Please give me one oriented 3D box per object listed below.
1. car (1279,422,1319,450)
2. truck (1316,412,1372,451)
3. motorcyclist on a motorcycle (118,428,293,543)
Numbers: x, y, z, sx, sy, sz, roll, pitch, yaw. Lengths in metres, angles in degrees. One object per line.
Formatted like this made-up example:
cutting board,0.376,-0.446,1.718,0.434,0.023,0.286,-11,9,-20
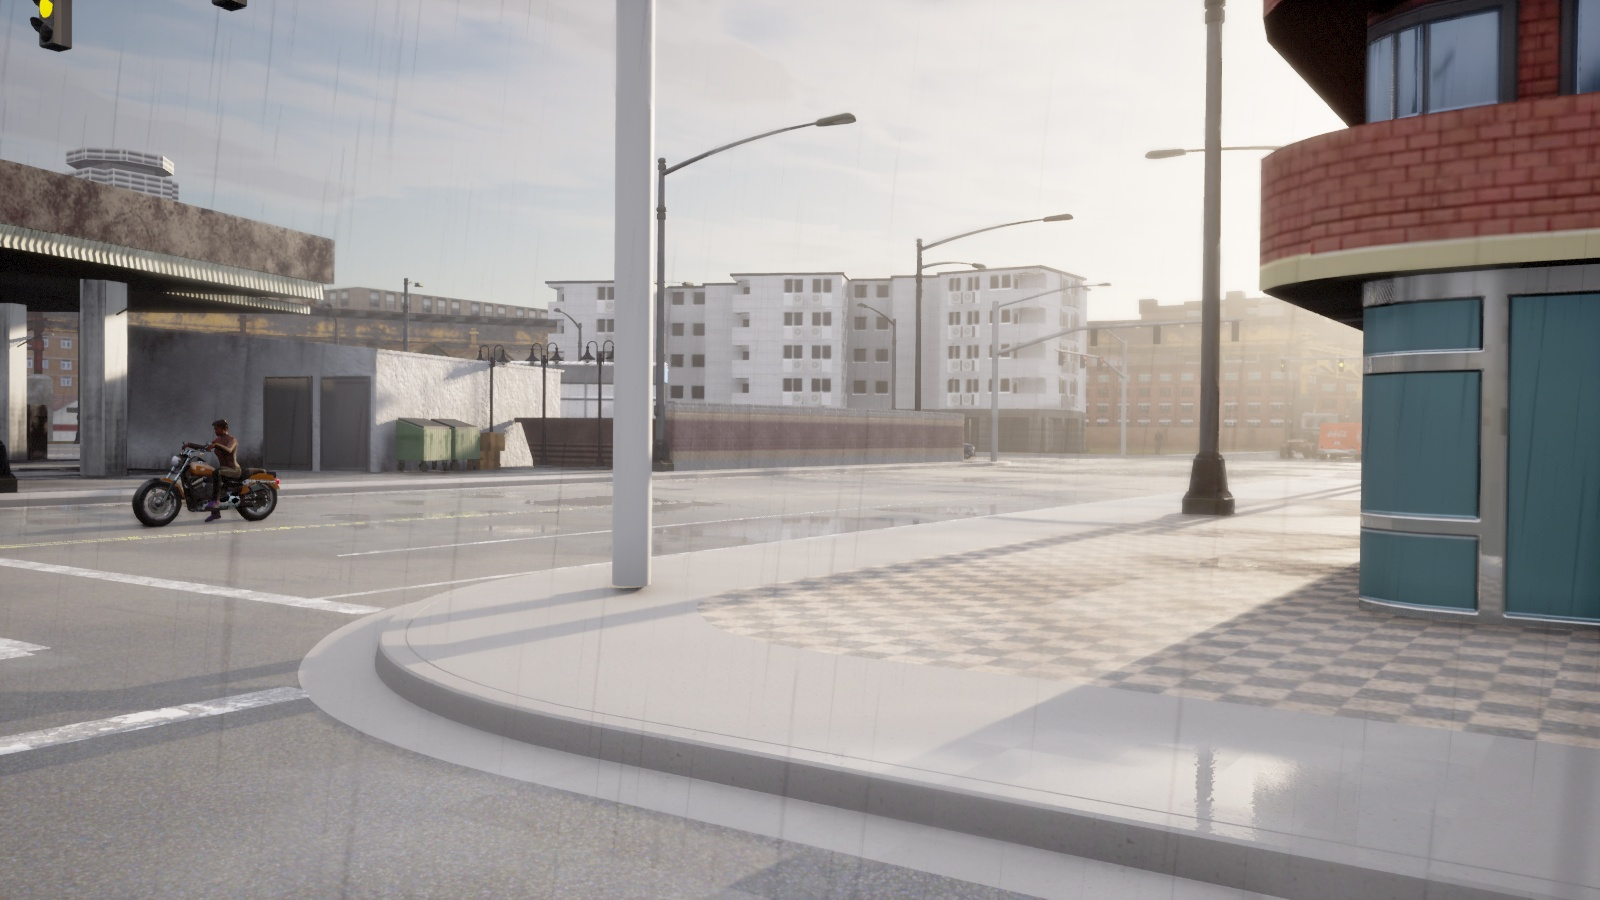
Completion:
car,35.025,-0.993,88.112,1.905,1.878,3.866,0,1,33
truck,36.149,-1.221,83.407,2.627,2.467,5.204,0,1,33
motorcyclist on a motorcycle,-9.084,0.500,19.299,0.766,1.649,2.350,0,1,33
